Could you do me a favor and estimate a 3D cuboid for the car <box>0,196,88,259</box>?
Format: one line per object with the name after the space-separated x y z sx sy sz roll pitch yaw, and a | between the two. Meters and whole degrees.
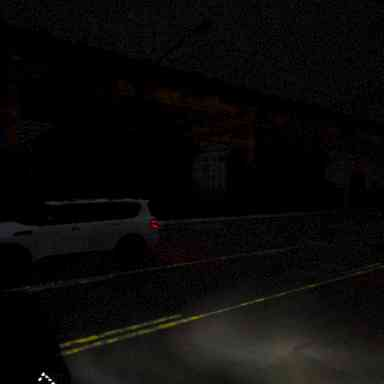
-6.875 1.214 11.983 5.566 2.045 2.150 0 0 -35 | car

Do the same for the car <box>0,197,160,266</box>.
-3.660 1.209 9.964 5.566 2.045 2.150 0 0 -35 | car

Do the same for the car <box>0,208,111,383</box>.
-3.434 1.226 1.411 5.566 2.045 2.150 0 0 -34 | car
